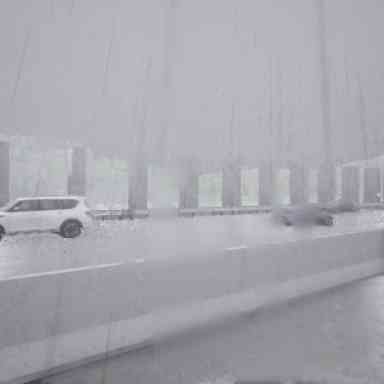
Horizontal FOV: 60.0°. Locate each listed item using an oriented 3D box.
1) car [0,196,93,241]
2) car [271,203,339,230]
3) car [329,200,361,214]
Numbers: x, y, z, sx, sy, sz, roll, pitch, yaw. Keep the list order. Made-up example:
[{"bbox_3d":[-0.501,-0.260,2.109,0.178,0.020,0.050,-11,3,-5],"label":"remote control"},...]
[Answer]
[{"bbox_3d":[-7.569,1.223,15.777,5.566,2.045,2.150,0,0,-35],"label":"car"},{"bbox_3d":[7.048,1.564,21.161,4.181,1.385,1.994,0,0,-33],"label":"car"},{"bbox_3d":[15.292,1.547,34.574,5.357,1.411,2.033,0,0,-31],"label":"car"}]
